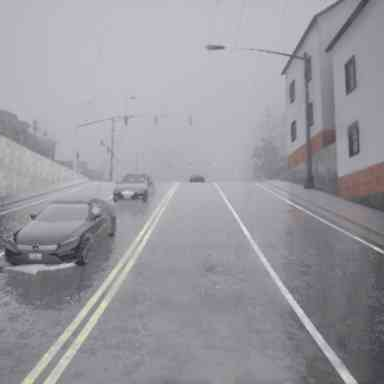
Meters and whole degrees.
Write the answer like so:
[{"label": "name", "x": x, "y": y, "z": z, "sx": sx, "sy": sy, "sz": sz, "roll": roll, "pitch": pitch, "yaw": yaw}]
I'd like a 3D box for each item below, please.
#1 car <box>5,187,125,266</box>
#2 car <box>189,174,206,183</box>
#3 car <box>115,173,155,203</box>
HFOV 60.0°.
[{"label": "car", "x": -3.468, "y": 0.916, "z": 9.705, "sx": 1.812, "sy": 1.442, "sz": 4.674, "roll": 0, "pitch": 7, "yaw": 1}, {"label": "car", "x": 0.639, "y": -1.301, "z": 39.613, "sx": 2.033, "sy": 1.411, "sz": 5.357, "roll": 0, "pitch": -7, "yaw": 1}, {"label": "car", "x": -3.295, "y": -0.323, "z": 19.584, "sx": 2.128, "sy": 1.511, "sz": 4.902, "roll": 0, "pitch": 7, "yaw": 1}]
